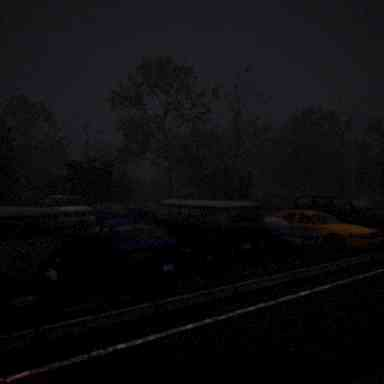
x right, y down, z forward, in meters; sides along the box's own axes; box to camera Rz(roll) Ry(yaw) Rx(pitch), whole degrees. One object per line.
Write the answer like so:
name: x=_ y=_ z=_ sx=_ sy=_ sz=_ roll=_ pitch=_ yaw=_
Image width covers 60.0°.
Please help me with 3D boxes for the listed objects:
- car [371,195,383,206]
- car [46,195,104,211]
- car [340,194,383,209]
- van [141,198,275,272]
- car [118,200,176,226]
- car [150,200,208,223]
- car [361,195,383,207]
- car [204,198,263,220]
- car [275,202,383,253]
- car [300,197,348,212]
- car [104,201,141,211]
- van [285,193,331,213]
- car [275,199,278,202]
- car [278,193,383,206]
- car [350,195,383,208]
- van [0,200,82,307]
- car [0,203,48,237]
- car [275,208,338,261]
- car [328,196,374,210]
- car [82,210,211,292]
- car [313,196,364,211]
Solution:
car: x=28.216 y=1.223 z=46.854 sx=2.163 sy=1.488 sz=4.792 roll=0 pitch=0 yaw=-36
car: x=-7.887 y=1.225 z=20.993 sx=2.435 sy=2.045 sz=5.566 roll=0 pitch=0 yaw=-36
car: x=21.439 y=1.118 z=42.016 sx=2.185 sy=1.767 sz=4.553 roll=0 pitch=0 yaw=-36
van: x=0.272 y=1.245 z=10.926 sx=1.878 sy=1.987 sz=4.442 roll=0 pitch=0 yaw=-36
car: x=-3.388 y=1.440 z=24.248 sx=2.097 sy=1.535 sz=5.008 roll=0 pitch=0 yaw=-36
car: x=-1.130 y=1.423 z=25.863 sx=2.231 sy=1.521 sz=4.892 roll=0 pitch=0 yaw=-36
car: x=25.979 y=1.211 z=45.213 sx=2.231 sy=1.521 sz=4.892 roll=0 pitch=0 yaw=-36
car: x=3.498 y=1.383 z=28.933 sx=1.946 sy=1.575 sz=5.366 roll=0 pitch=0 yaw=-36
car: x=5.011 y=1.431 z=13.940 sx=1.946 sy=1.575 sz=5.366 roll=0 pitch=0 yaw=-36
car: x=14.684 y=1.336 z=37.147 sx=2.002 sy=1.452 sz=4.674 roll=0 pitch=0 yaw=-36
car: x=-5.647 y=1.458 z=22.635 sx=2.097 sy=1.535 sz=5.008 roll=0 pitch=0 yaw=-36
van: x=12.355 y=1.088 z=35.631 sx=1.878 sy=1.987 sz=4.442 roll=0 pitch=0 yaw=-36
car: x=7.925 y=1.379 z=32.287 sx=2.163 sy=1.488 sz=4.792 roll=0 pitch=0 yaw=-36
car: x=7.200 y=1.164 z=15.696 sx=2.435 sy=2.045 sz=5.566 roll=0 pitch=0 yaw=-36
car: x=23.714 y=1.226 z=43.609 sx=2.097 sy=1.535 sz=5.008 roll=0 pitch=0 yaw=-36
van: x=-4.157 y=1.280 z=7.475 sx=1.878 sy=1.987 sz=4.442 roll=0 pitch=0 yaw=-36
car: x=-10.156 y=1.496 z=19.400 sx=2.231 sy=1.521 sz=4.892 roll=0 pitch=0 yaw=-36
car: x=2.621 y=1.492 z=12.463 sx=2.002 sy=1.452 sz=4.674 roll=0 pitch=0 yaw=-36
car: x=19.201 y=1.301 z=40.376 sx=2.002 sy=1.452 sz=4.674 roll=0 pitch=0 yaw=-36
car: x=-1.937 y=1.489 z=9.198 sx=2.097 sy=1.535 sz=5.008 roll=0 pitch=0 yaw=-36
car: x=16.945 y=1.278 z=38.760 sx=2.097 sy=1.535 sz=5.008 roll=0 pitch=0 yaw=-36
